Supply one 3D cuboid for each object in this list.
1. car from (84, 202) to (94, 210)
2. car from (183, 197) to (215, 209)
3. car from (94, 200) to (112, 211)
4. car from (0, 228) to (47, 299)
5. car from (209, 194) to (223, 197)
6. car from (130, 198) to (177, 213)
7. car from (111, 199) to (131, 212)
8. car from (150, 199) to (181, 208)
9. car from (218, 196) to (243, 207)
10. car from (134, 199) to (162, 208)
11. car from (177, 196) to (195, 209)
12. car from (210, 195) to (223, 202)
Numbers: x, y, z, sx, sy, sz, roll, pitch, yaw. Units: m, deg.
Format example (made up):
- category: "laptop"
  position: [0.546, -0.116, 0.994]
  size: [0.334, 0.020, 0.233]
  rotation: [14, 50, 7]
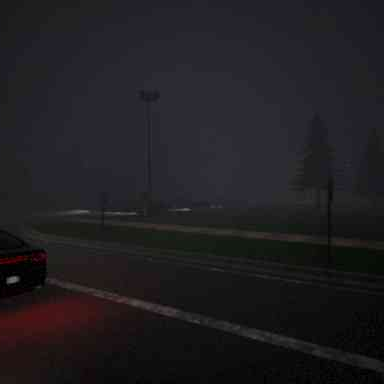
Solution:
- category: "car"
  position: [-13.105, 1.861, 46.973]
  size: [1.994, 1.385, 4.181]
  rotation: [-1, 0, 34]
- category: "car"
  position: [1.101, 1.780, 48.940]
  size: [1.994, 1.385, 4.181]
  rotation: [-1, 0, 35]
- category: "car"
  position: [-10.206, 1.761, 45.001]
  size: [2.128, 1.511, 4.902]
  rotation: [-1, 0, 35]
- category: "car"
  position: [-5.456, 1.547, 7.866]
  size: [5.008, 1.535, 1.882]
  rotation: [0, 0, 36]
- category: "car"
  position: [4.448, 1.490, 65.829]
  size: [2.150, 2.045, 5.566]
  rotation: [-1, 0, 35]
- category: "car"
  position: [-4.614, 1.762, 40.786]
  size: [2.033, 1.411, 5.357]
  rotation: [-1, 0, 35]
- category: "car"
  position: [-7.637, 1.768, 42.534]
  size: [1.812, 1.442, 4.674]
  rotation: [-1, 0, 34]
- category: "car"
  position: [-4.191, 1.818, 53.599]
  size: [2.033, 1.411, 5.357]
  rotation: [-1, 0, 35]
- category: "car"
  position: [6.884, 1.818, 57.186]
  size: [1.895, 1.301, 4.718]
  rotation: [-1, 0, 35]
- category: "car"
  position: [-7.258, 1.899, 55.312]
  size: [1.895, 1.301, 4.718]
  rotation: [-1, 0, 35]
- category: "car"
  position: [-2.036, 1.596, 50.573]
  size: [2.097, 1.767, 4.553]
  rotation: [-1, 0, 35]
- category: "car"
  position: [6.083, 1.792, 62.090]
  size: [2.033, 1.411, 5.357]
  rotation: [-1, 0, 35]
